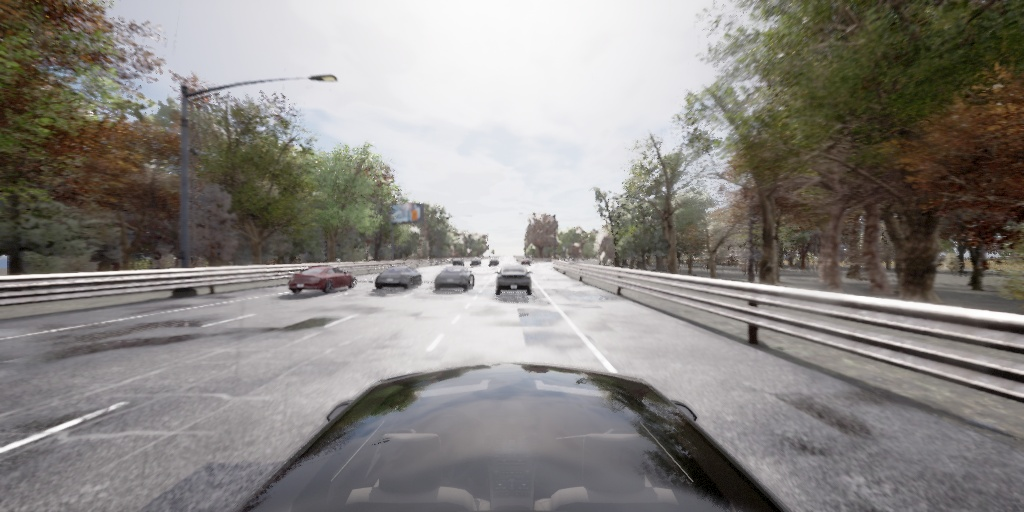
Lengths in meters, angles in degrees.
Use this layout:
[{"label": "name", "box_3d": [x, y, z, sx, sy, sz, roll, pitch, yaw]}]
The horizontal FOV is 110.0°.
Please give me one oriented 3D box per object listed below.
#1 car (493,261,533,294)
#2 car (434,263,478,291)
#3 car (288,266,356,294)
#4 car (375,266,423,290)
[{"label": "car", "box_3d": [0.090, 1.249, 20.020, 1.837, 1.490, 4.892, 0, 0, 0]}, {"label": "car", "box_3d": [-3.409, 1.306, 21.866, 1.994, 1.385, 4.181, 0, 0, 0]}, {"label": "car", "box_3d": [-10.407, 1.268, 19.939, 1.812, 1.442, 4.674, 0, 0, 0]}, {"label": "car", "box_3d": [-6.911, 1.306, 22.290, 1.994, 1.385, 4.181, 0, 0, 0]}]
